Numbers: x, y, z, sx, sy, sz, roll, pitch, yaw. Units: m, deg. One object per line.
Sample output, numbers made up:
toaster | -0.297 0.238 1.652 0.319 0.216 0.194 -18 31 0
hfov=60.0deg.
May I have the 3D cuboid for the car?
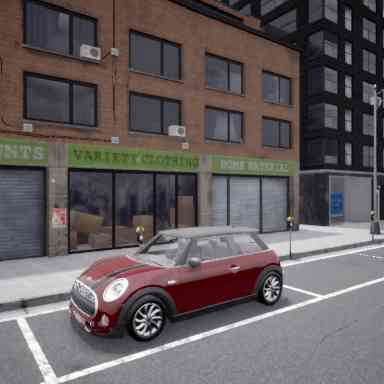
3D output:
car | -0.174 1.440 6.401 4.097 1.590 1.967 0 0 -35
